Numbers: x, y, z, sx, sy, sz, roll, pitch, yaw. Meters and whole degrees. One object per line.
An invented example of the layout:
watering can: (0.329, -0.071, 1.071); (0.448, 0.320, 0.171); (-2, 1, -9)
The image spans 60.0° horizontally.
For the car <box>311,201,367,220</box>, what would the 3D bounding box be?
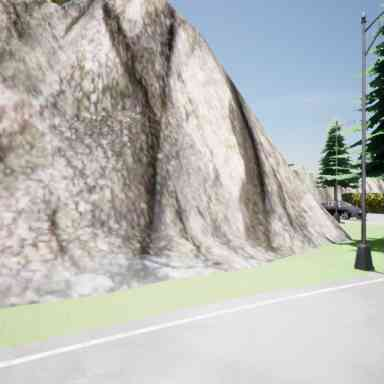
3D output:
car: (12.368, 1.492, 28.302); (2.128, 1.511, 4.902); (0, 0, -26)
